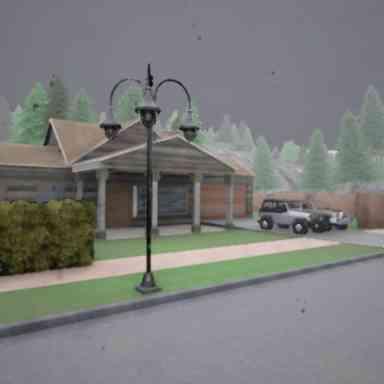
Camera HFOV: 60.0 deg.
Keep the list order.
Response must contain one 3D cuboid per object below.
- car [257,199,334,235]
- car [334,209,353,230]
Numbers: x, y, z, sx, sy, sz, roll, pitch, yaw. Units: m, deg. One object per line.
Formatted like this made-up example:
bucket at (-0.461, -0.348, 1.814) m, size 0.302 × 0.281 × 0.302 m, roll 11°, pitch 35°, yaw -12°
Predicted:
car at (5.493, 1.320, 18.691) m, size 1.905 × 1.878 × 3.866 m, roll 1°, pitch 0°, yaw -35°
car at (7.318, 1.343, 20.463) m, size 1.932 × 1.855 × 4.605 m, roll 1°, pitch 0°, yaw -35°
